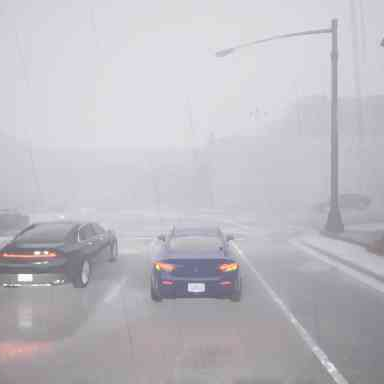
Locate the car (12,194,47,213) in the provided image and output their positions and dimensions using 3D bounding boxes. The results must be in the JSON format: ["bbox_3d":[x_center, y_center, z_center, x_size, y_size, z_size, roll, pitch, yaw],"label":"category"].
[{"bbox_3d":[-17.959,1.221,37.290,2.150,2.045,5.566,0,0,-2],"label":"car"}]

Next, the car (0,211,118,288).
[{"bbox_3d":[-3.391,1.505,9.212,1.837,1.490,4.892,0,0,0],"label":"car"}]

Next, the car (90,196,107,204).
[{"bbox_3d":[-18.563,1.547,66.510,2.033,1.411,5.357,0,0,-1],"label":"car"}]

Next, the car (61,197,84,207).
[{"bbox_3d":[-18.308,1.505,51.024,1.837,1.490,4.892,0,0,-1],"label":"car"}]

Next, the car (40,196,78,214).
[{"bbox_3d":[-14.370,1.477,36.347,1.882,1.535,5.008,0,0,-4],"label":"car"}]

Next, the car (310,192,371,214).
[{"bbox_3d":[12.565,0.891,28.345,4.892,1.490,1.837,-7,0,0],"label":"car"}]

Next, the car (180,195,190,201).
[{"bbox_3d":[-2.029,1.524,85.033,1.812,1.442,4.674,0,0,24],"label":"car"}]

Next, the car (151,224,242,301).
[{"bbox_3d":[0.098,1.526,8.195,1.812,1.442,4.674,0,0,0],"label":"car"}]

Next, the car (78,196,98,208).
[{"bbox_3d":[-14.767,1.502,49.081,1.837,1.490,4.892,0,1,-1],"label":"car"}]

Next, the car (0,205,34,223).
[{"bbox_3d":[-10.548,1.601,17.810,1.895,1.301,4.718,0,0,-4],"label":"car"}]

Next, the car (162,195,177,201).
[{"bbox_3d":[-5.712,1.552,85.254,1.994,1.385,4.181,0,0,24],"label":"car"}]

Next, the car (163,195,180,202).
[{"bbox_3d":[-4.553,1.355,75.402,2.097,1.767,4.553,0,0,6],"label":"car"}]
